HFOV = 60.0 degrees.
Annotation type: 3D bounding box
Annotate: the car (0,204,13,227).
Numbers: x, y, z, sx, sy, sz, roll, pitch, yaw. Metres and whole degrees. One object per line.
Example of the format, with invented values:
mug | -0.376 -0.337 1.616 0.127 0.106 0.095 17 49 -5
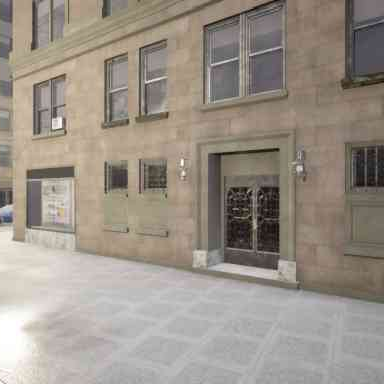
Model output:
car | -11.889 1.512 23.033 2.033 1.411 5.357 0 0 39
